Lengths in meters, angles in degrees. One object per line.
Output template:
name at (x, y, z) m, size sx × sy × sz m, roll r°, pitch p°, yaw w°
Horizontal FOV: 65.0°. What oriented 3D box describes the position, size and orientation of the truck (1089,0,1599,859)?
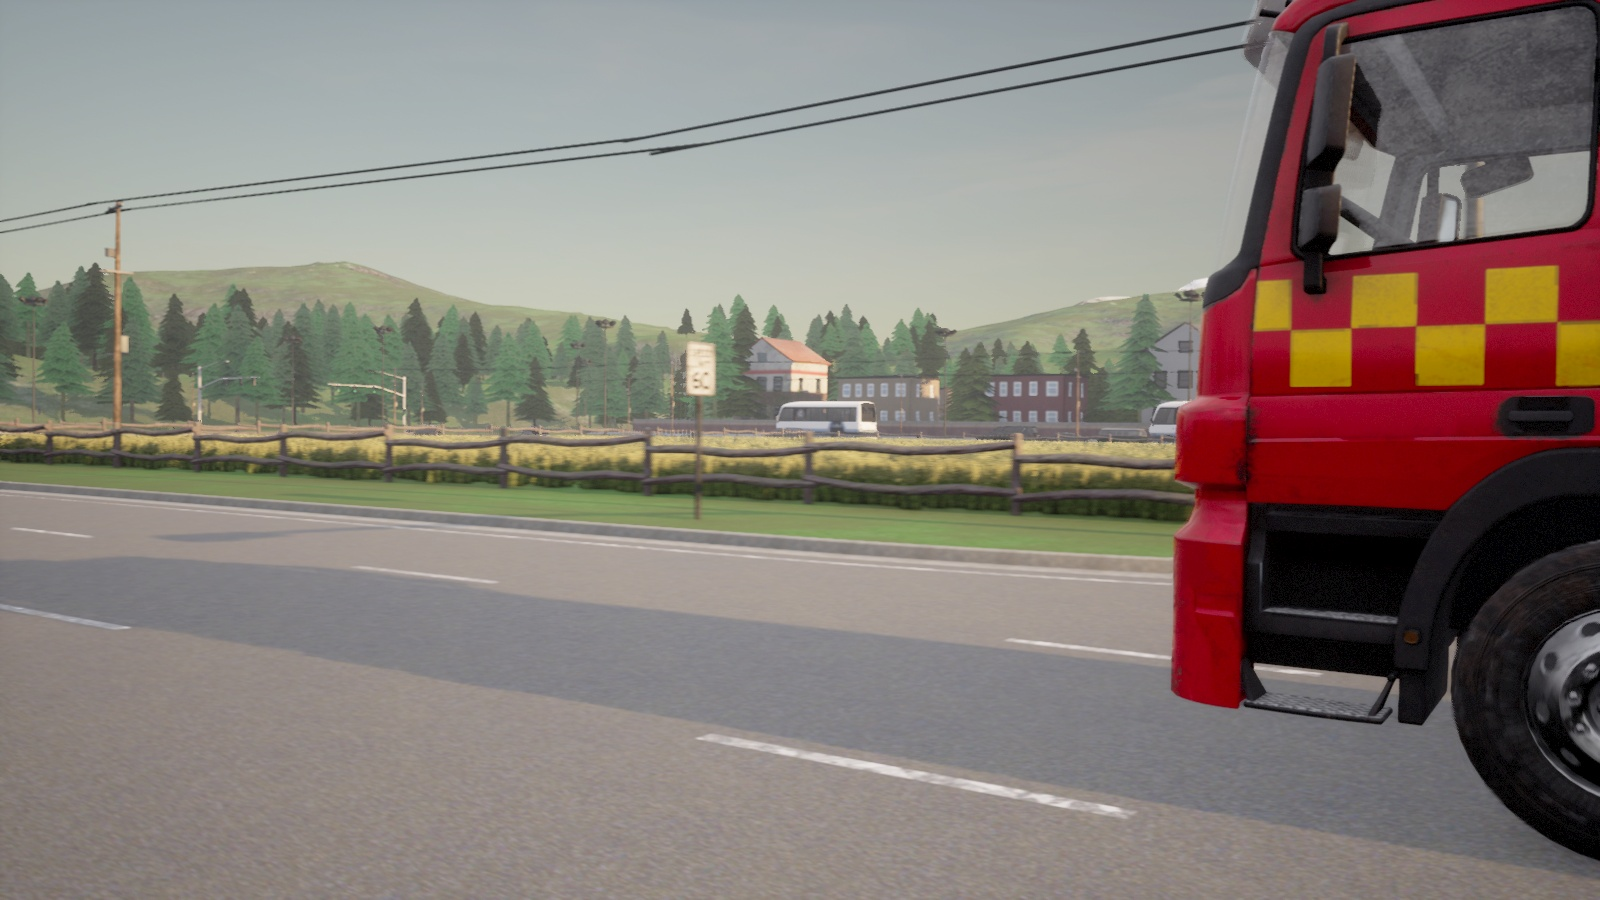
truck at (5.540, -0.527, 4.121) m, size 8.468 × 3.827 × 2.891 m, roll 0°, pitch 1°, yaw 34°
